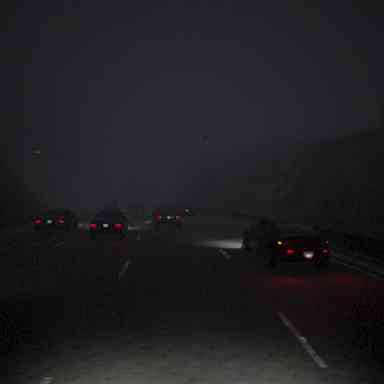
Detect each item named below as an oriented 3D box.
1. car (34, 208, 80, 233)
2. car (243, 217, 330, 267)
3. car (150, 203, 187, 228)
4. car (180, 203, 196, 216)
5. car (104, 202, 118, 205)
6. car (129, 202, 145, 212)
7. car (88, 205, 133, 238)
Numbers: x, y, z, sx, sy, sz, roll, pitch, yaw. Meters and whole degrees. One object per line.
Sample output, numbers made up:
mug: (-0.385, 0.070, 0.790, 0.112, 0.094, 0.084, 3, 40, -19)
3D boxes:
car: (-8.492, 1.754, 21.229, 2.033, 1.411, 5.357, 0, 0, -10)
car: (3.124, 1.621, 11.745, 1.812, 1.442, 4.674, 0, -1, -5)
car: (-1.995, 1.765, 24.429, 2.033, 1.411, 5.357, 0, 0, -11)
car: (-1.017, 1.877, 35.788, 1.994, 1.385, 4.181, 0, -1, -15)
car: (-10.545, 1.950, 43.363, 2.033, 1.411, 5.357, 0, -1, -20)
car: (-7.833, 2.020, 46.057, 1.895, 1.301, 4.718, 0, -1, -20)
car: (-4.638, 1.724, 18.902, 2.033, 1.411, 5.357, 0, 0, -9)
